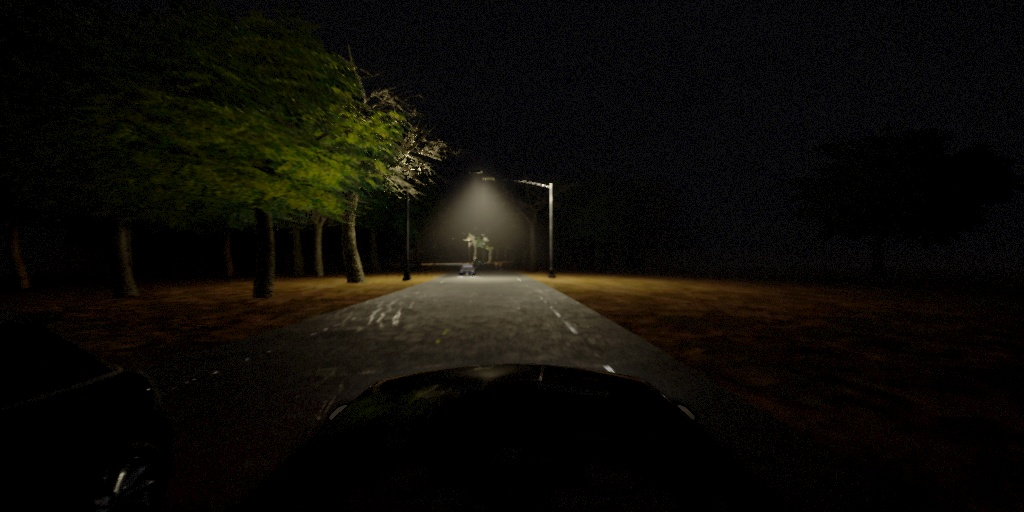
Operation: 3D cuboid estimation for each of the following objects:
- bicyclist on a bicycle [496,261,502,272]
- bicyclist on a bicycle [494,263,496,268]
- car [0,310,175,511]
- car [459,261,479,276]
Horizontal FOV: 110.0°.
[{"bbox_3d":[-1.713,1.667,53.744,0.582,1.620,1.656,0,-1,-6],"label":"bicyclist on a bicycle"},{"bbox_3d":[-2.759,1.735,62.986,0.866,1.612,1.509,-1,-1,-7],"label":"bicyclist on a bicycle"},{"bbox_3d":[-3.629,1.104,0.760,2.097,1.767,4.553,0,-1,0],"label":"car"},{"bbox_3d":[-5.336,1.703,43.579,2.033,1.411,5.357,0,0,-4],"label":"car"}]
